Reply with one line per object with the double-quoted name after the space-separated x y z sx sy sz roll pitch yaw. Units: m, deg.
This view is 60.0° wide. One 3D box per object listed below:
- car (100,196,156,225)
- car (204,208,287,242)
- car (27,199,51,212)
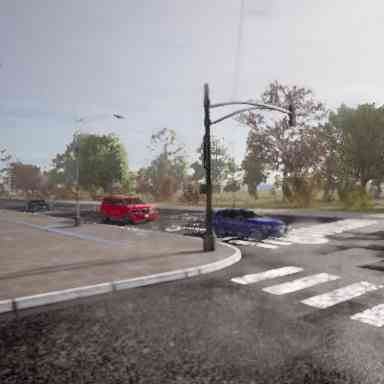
-5.016 1.317 25.427 2.150 2.045 5.566 -2 1 -42 "car"
2.584 1.566 17.093 1.812 1.442 4.674 -2 1 -43 "car"
-19.098 1.641 41.394 1.837 1.490 4.892 -2 1 -41 "car"
